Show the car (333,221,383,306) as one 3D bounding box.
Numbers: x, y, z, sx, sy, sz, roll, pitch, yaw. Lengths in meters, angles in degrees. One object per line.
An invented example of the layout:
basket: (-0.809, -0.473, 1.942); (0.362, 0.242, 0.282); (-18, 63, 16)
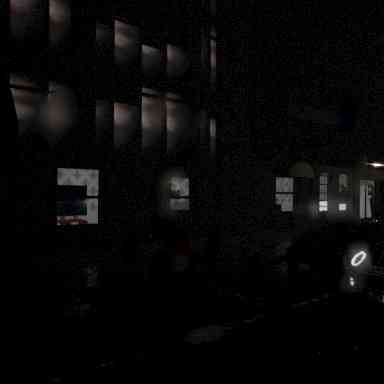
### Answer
car: (5.370, 1.353, 7.208); (4.553, 1.767, 2.097); (0, 0, -35)

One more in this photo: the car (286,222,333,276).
car: (4.689, 1.568, 9.896); (4.313, 1.339, 1.947); (0, 0, -35)
